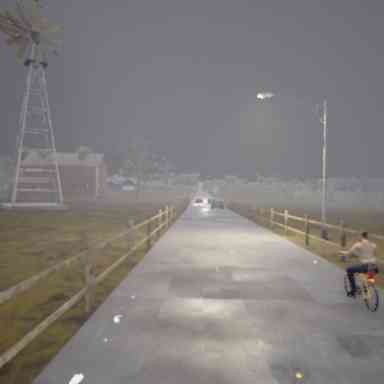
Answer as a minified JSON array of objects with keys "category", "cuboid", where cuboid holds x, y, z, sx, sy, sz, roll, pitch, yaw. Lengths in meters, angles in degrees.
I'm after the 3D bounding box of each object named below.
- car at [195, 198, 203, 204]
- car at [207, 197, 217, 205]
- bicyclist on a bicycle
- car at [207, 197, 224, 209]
[{"category":"car","cuboid":[1.562,1.894,72.647,1.895,1.301,4.718,1,0,1]},{"category":"car","cuboid":[4.310,1.881,72.489,2.128,1.511,4.902,1,0,1]},{"category":"bicyclist on a bicycle","cuboid":[3.568,1.571,7.059,0.866,1.612,1.509,1,-1,2]},{"category":"car","cuboid":[3.960,1.886,52.698,2.128,1.511,4.902,1,0,1]}]
